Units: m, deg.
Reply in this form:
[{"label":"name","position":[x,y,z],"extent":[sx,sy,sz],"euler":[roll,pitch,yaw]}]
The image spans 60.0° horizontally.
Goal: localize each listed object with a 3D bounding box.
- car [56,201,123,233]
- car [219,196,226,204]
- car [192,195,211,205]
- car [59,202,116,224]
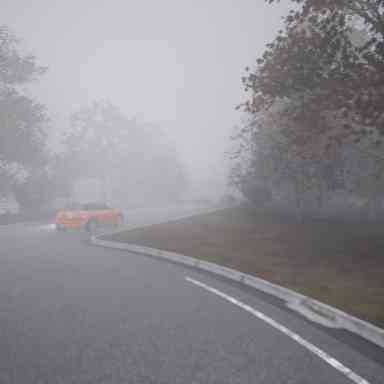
[{"label":"car","position":[-5.915,1.336,19.825],"extent":[2.097,1.767,4.553],"euler":[-1,0,16]},{"label":"car","position":[5.570,1.172,51.633],"extent":[2.128,1.511,4.902],"euler":[-1,0,20]},{"label":"car","position":[1.500,1.244,50.994],"extent":[1.837,1.490,4.892],"euler":[-1,0,20]},{"label":"car","position":[-7.835,1.547,25.366],"extent":[1.994,1.385,4.181],"euler":[-1,0,20]}]
